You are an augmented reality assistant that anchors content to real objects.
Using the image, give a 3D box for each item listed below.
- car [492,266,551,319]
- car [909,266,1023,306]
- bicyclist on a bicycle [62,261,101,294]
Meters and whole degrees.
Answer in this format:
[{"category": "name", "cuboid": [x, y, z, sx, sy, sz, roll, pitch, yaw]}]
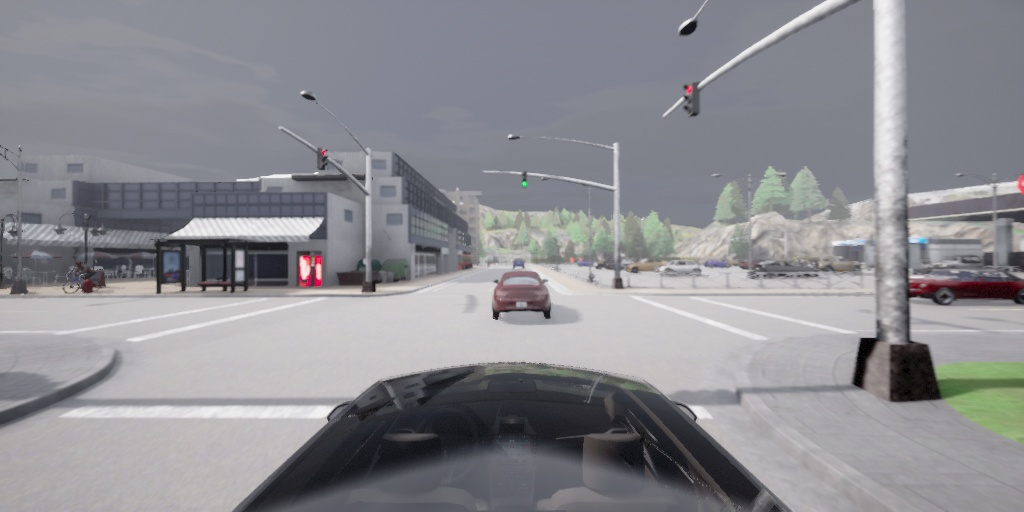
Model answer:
[{"category": "car", "cuboid": [0.318, 1.238, 12.559, 1.812, 1.442, 4.674, -1, 0, 1]}, {"category": "car", "cuboid": [17.281, 1.159, 13.882, 4.718, 1.301, 1.895, 0, 0, 1]}, {"category": "bicyclist on a bicycle", "cuboid": [-22.169, 1.099, 18.515, 0.582, 1.620, 1.656, 0, 0, 1]}]
